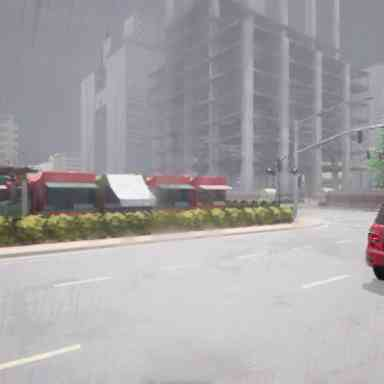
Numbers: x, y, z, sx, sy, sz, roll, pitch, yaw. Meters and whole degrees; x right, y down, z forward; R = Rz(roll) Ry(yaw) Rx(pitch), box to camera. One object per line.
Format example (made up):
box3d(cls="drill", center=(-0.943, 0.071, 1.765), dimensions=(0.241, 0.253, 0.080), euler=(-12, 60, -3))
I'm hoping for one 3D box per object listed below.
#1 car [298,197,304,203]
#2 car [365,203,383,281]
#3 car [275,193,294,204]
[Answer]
box3d(cls="car", center=(19.555, 1.228, 63.795), dimensions=(1.905, 1.878, 3.866), euler=(0, 0, -36))
box3d(cls="car", center=(6.727, 1.237, 8.585), dimensions=(5.566, 2.045, 2.150), euler=(1, -1, -35))
box3d(cls="car", center=(17.163, 1.222, 62.083), dimensions=(1.905, 1.878, 3.866), euler=(0, 0, -36))
